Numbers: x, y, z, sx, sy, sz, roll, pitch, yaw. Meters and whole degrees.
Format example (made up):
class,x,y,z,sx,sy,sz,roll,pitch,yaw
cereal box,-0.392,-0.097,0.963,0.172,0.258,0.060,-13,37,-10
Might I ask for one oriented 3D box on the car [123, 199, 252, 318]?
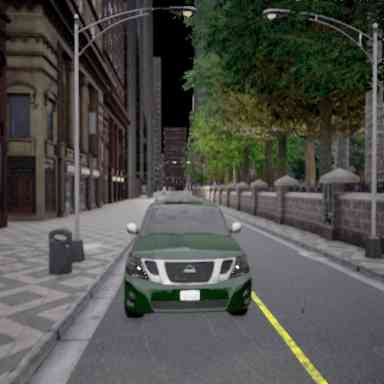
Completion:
class,x,y,z,sx,sy,sz,roll,pitch,yaw
car,-0.211,1.215,7.809,2.150,2.045,5.566,0,0,-4
